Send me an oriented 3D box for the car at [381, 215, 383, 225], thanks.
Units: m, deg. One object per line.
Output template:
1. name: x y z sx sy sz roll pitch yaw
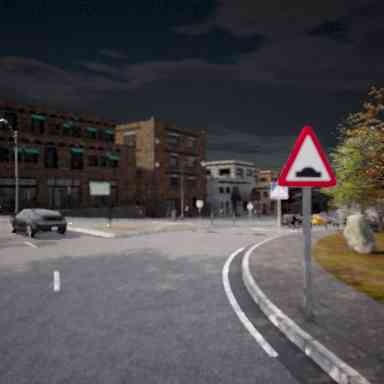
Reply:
1. car: 36.561 5.103 59.497 4.553 1.767 2.185 -1 -4 34

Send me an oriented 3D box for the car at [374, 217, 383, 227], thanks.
1. car: 30.330 4.590 50.266 4.674 1.452 2.002 -1 -4 34

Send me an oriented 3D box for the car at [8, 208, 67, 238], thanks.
1. car: -8.779 1.655 18.800 4.892 1.490 1.837 -1 -1 45

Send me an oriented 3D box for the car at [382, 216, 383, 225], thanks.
1. car: 38.054 5.378 61.646 4.892 1.521 2.231 -1 -4 34

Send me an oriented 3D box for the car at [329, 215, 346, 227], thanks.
1. car: 20.681 4.026 45.929 2.128 1.511 4.902 -1 -4 34

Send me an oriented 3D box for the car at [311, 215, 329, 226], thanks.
1. car: 17.526 3.988 47.068 1.882 1.535 5.008 -1 -4 34

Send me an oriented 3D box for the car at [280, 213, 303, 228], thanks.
1. car: 11.295 3.195 37.702 1.882 1.535 5.008 -1 -5 34

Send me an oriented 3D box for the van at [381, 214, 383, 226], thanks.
1. van: 35.067 4.831 57.038 4.442 1.987 1.878 -1 -4 34

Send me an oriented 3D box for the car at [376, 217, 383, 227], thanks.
1. car: 31.851 4.754 52.562 4.792 1.488 2.163 -1 -4 34

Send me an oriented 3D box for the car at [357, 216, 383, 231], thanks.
1. car: 21.061 3.442 36.628 4.892 1.521 2.231 -1 -4 34

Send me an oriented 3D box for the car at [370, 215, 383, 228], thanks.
1. car: 27.212 4.072 45.743 4.553 1.767 2.185 -1 -4 34

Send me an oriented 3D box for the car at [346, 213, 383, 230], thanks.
1. car: 17.961 3.049 32.091 4.892 1.521 2.231 -1 -5 34

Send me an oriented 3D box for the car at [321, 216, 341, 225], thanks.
1. car: 23.390 4.742 55.693 2.033 1.411 5.357 -1 -4 34

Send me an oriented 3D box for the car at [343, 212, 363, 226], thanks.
1. car: 26.336 4.412 54.252 2.150 2.045 5.566 -1 -4 34

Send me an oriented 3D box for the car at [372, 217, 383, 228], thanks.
1. car: 28.780 4.414 47.996 4.674 1.452 2.002 -1 -4 34
